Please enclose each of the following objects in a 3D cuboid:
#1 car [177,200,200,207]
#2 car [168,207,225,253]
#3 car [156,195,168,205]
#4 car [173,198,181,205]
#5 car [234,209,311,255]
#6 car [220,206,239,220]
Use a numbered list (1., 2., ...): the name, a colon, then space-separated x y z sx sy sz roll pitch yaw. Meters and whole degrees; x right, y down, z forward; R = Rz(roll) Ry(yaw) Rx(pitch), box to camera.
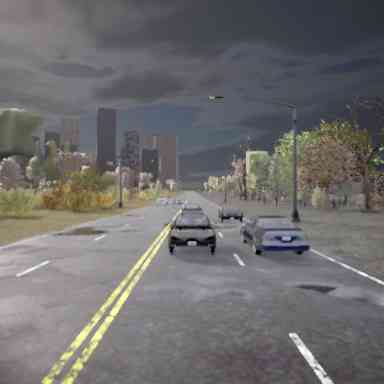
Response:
1. car: 0.021 1.771 29.266 2.128 1.511 4.902 0 0 0
2. car: 0.012 1.630 14.275 2.128 1.511 4.902 0 0 0
3. car: -6.455 1.751 72.242 2.150 2.045 5.566 0 0 0
4. car: -3.206 2.051 72.269 2.128 1.511 4.902 0 0 0
5. car: 3.256 1.678 13.967 2.033 1.411 5.357 0 -1 0
6. car: 3.264 1.875 29.084 1.895 1.301 4.718 0 0 0
